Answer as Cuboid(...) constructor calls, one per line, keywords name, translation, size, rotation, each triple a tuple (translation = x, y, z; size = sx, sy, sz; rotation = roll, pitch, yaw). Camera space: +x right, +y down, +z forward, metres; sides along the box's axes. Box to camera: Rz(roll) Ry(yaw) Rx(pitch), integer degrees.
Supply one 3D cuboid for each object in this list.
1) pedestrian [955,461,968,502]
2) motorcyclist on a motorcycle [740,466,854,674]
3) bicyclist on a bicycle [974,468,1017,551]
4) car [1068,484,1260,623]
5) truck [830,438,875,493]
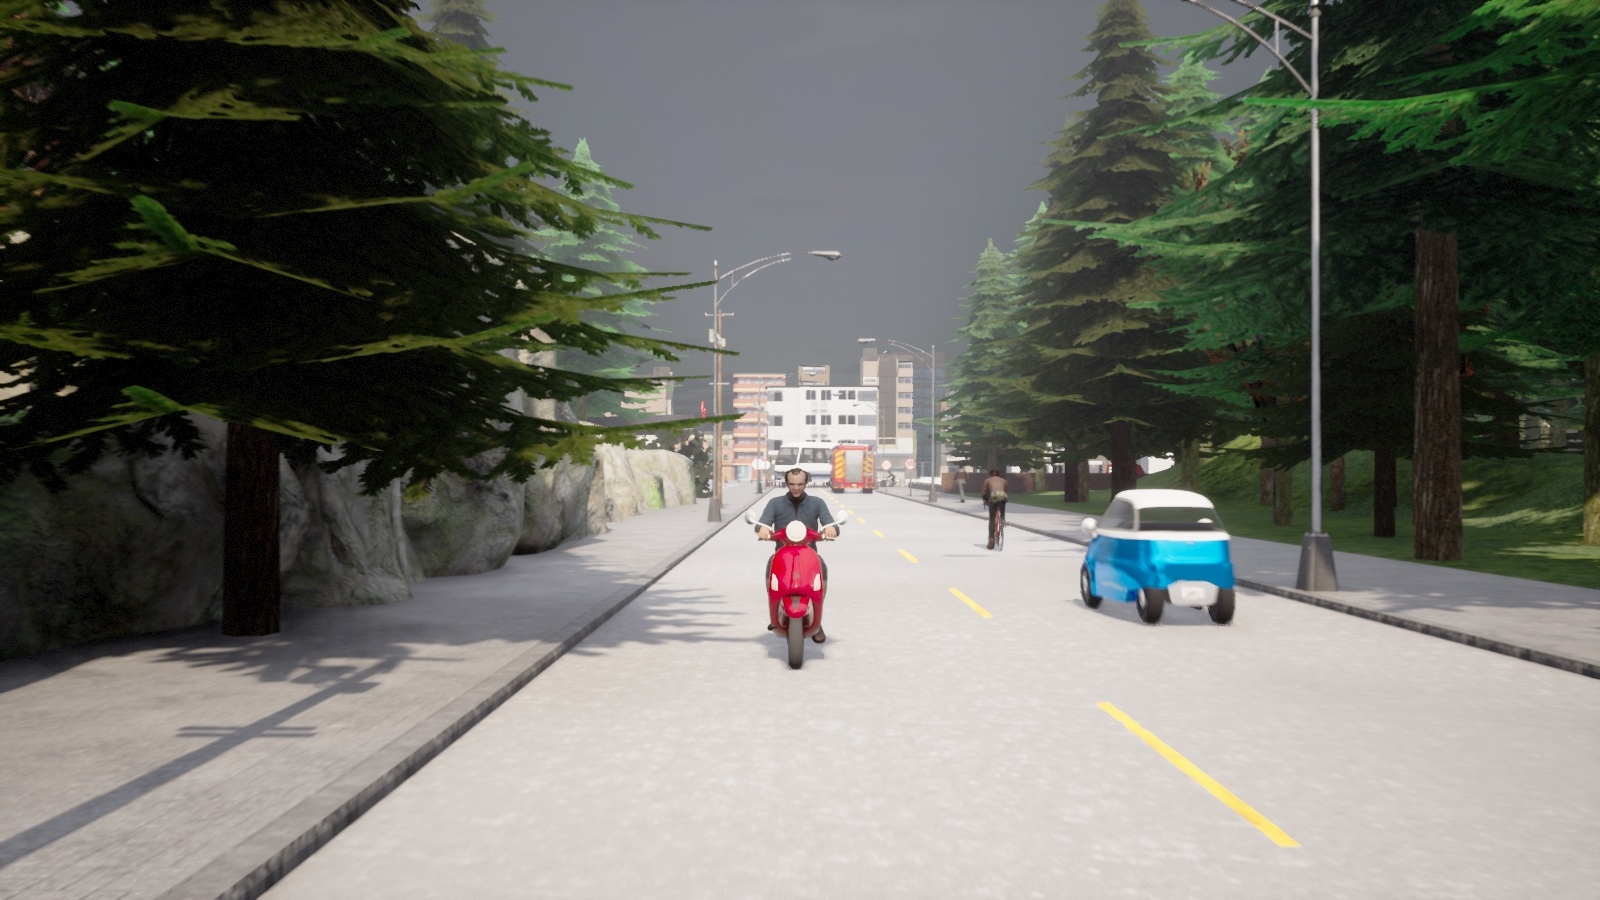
Cuboid(name="pedestrian", translation=(7.567, 1.480, 58.902), size=(0.402, 1.930, 0.666), rotation=(0, -1, -12))
Cuboid(name="motorcyclist on a motorcycle", translation=(-0.025, 0.945, 10.571), size=(0.866, 1.590, 1.817), rotation=(0, -2, 0))
Cuboid(name="bicyclist on a bicycle", translation=(3.940, 1.177, 25.410), size=(0.582, 1.620, 1.656), rotation=(0, -1, 0))
Cuboid(name="car", translation=(3.967, 1.087, 13.966), size=(1.481, 1.376, 2.207), rotation=(0, 0, 0))
Cuboid(name="truck", translation=(3.745, 1.171, 91.743), size=(2.891, 3.827, 8.468), rotation=(0, -1, 0))
